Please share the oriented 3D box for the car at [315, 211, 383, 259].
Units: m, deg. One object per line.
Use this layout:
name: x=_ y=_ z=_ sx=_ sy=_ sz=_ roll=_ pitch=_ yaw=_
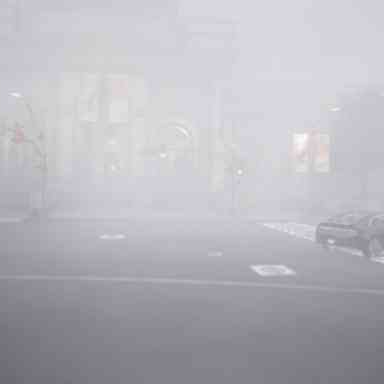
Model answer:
car: x=6.796 y=1.479 z=12.540 sx=4.902 sy=1.511 sz=2.128 roll=0 pitch=0 yaw=-31
